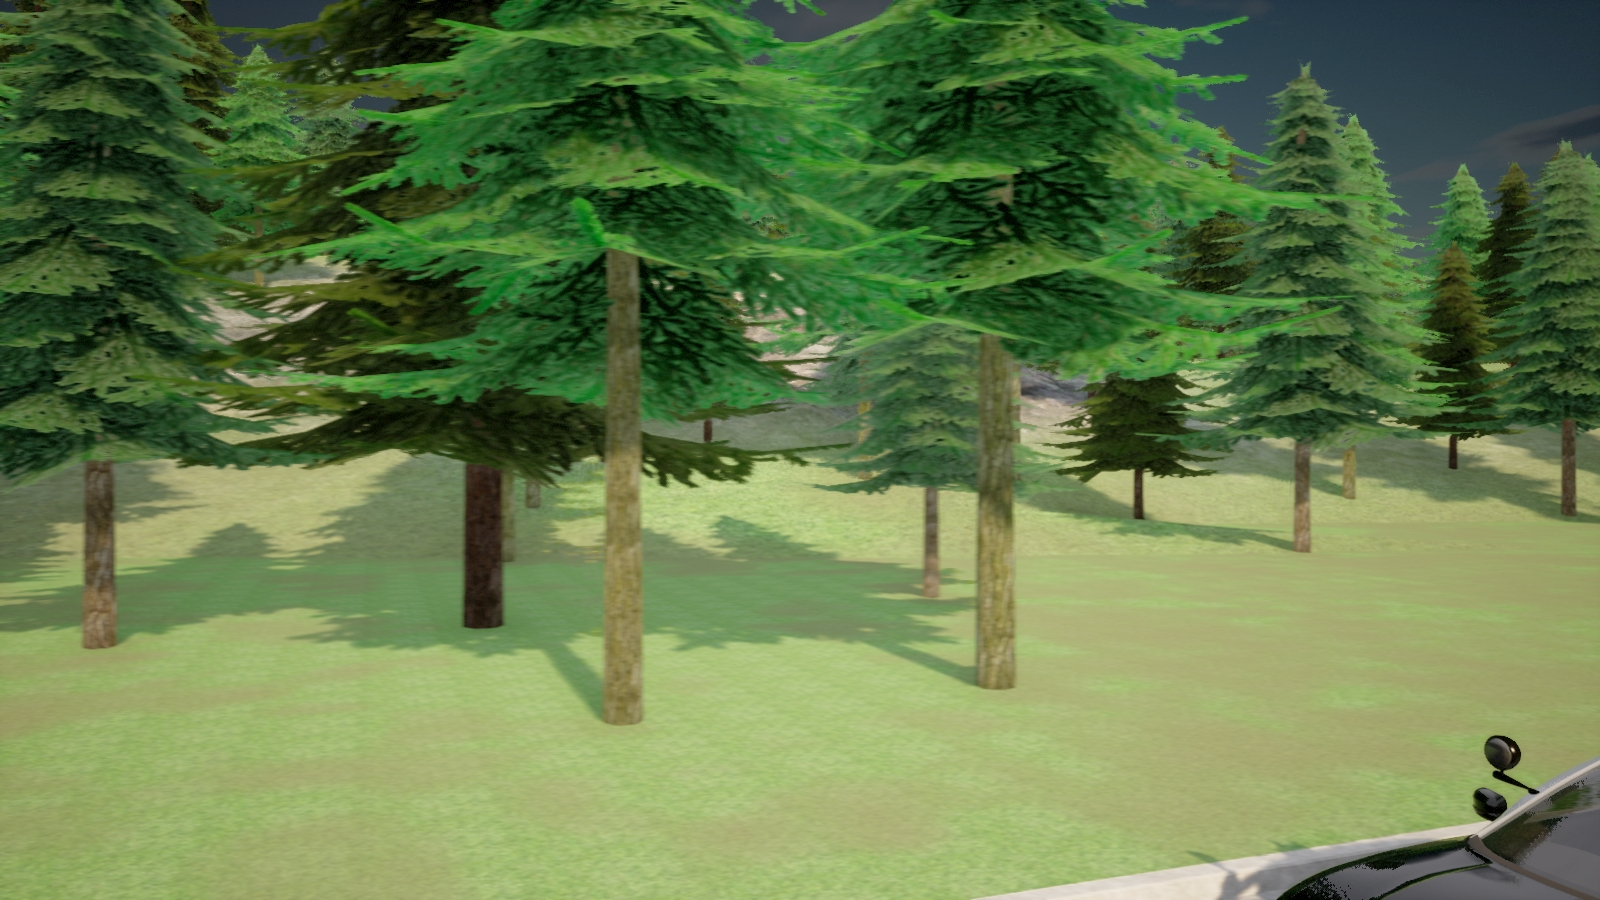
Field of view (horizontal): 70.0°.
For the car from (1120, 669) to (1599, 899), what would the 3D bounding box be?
[{"bbox_3d":[4.231,1.982,4.954,5.238,1.638,2.097,0,0,-20],"label":"car"}]
